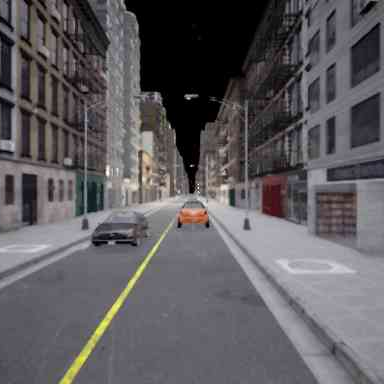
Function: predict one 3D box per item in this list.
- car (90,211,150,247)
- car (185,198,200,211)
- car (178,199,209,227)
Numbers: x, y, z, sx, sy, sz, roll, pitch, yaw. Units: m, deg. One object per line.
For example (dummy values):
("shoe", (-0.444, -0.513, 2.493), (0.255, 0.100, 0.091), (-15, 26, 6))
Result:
("car", (-3.102, 1.596, 15.507), (2.033, 1.411, 5.357), (0, 0, 0))
("car", (0.096, 1.631, 43.536), (1.837, 1.490, 4.892), (0, 0, 0))
("car", (0.098, 1.423, 23.656), (2.097, 1.767, 4.553), (0, 0, 0))
